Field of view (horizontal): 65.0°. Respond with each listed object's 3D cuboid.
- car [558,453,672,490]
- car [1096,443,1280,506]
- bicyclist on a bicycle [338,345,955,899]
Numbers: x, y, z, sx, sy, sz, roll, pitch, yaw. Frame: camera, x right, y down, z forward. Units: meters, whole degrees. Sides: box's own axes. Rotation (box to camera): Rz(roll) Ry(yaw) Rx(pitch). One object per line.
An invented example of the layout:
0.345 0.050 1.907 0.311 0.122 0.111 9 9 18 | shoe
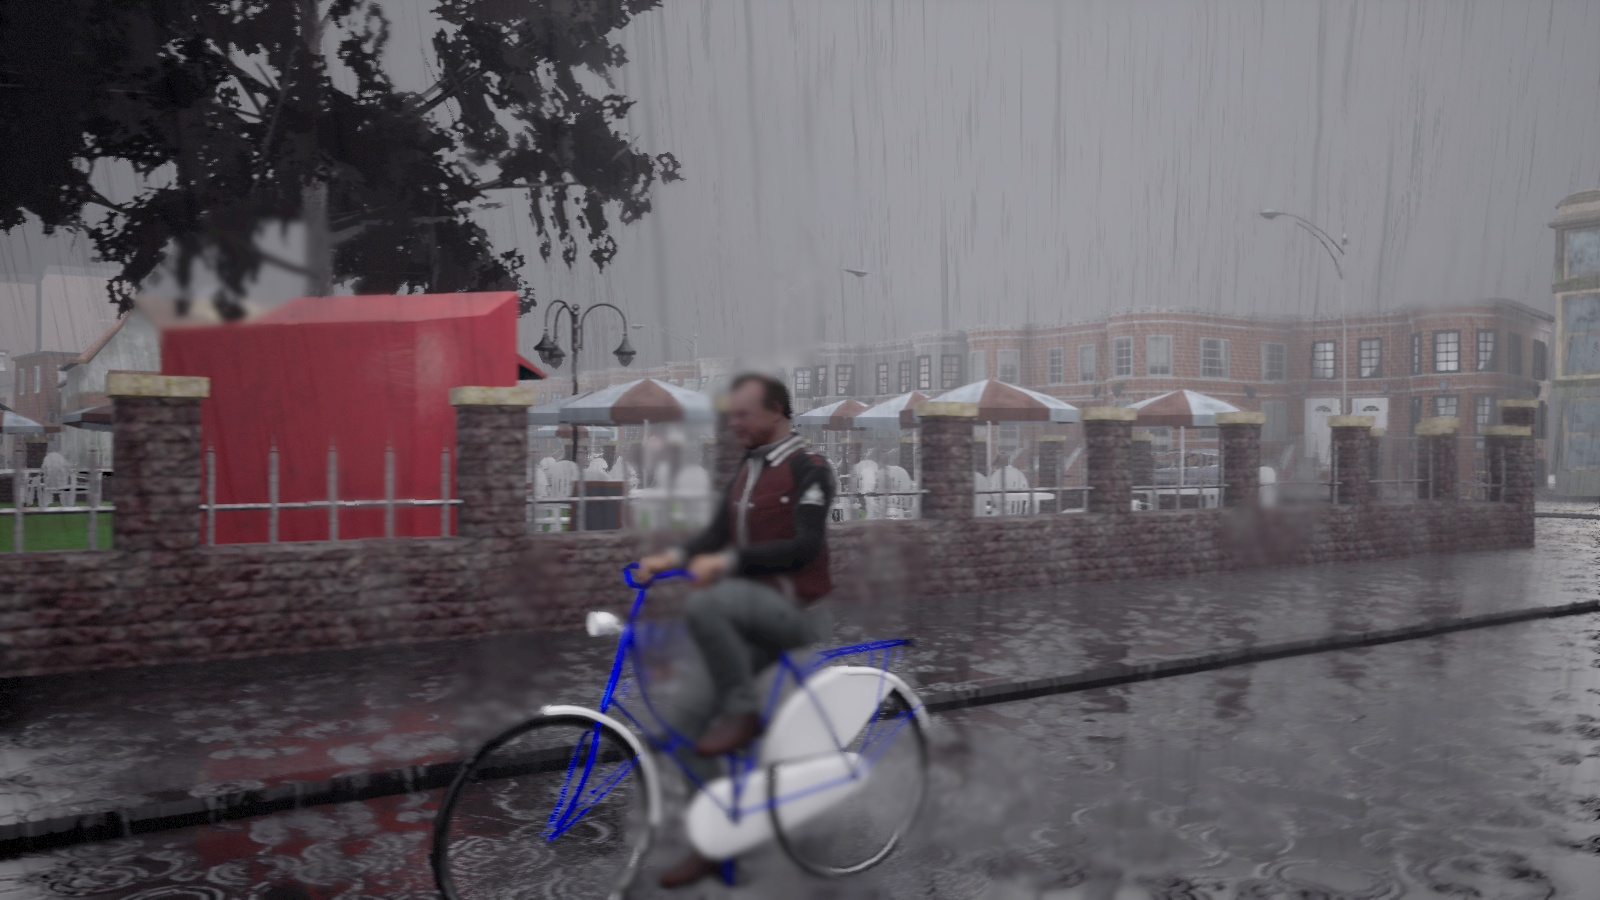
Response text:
-8.001 0.901 54.747 1.837 1.490 4.892 1 0 40 | car
10.958 0.654 35.764 2.242 1.667 4.611 0 0 -35 | car
-0.422 0.626 3.976 1.843 1.776 0.659 0 0 -35 | bicyclist on a bicycle
